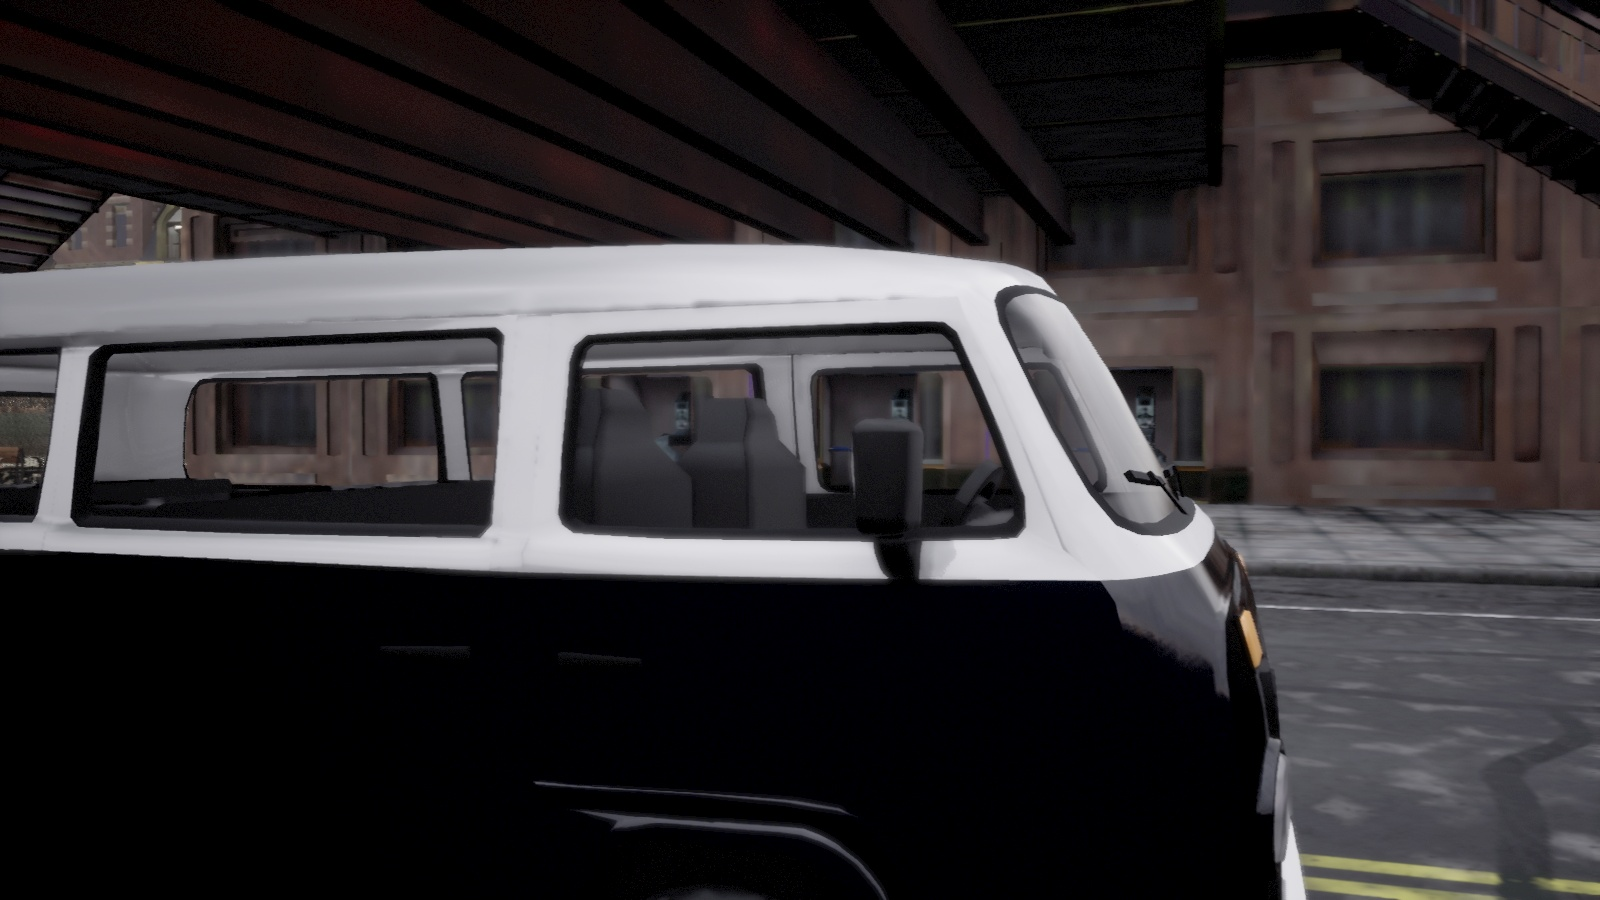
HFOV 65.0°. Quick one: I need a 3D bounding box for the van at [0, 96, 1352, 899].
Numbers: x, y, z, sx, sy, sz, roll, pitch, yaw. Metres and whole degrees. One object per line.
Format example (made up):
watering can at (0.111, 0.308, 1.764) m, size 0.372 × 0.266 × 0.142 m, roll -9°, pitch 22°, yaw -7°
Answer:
van at (-0.994, 0.489, 3.523) m, size 4.480 × 2.038 × 2.069 m, roll 0°, pitch 1°, yaw 19°
